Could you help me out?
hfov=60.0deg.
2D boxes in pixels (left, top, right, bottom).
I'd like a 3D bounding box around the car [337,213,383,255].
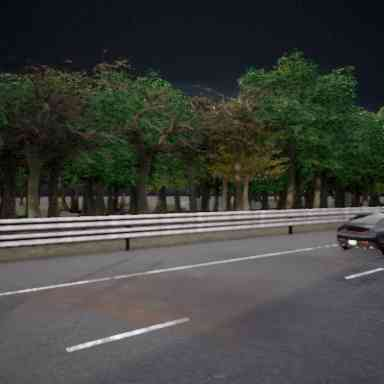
[{"bbox_3d":[7.984,1.648,13.860,4.892,1.490,1.837,0,0,-35],"label":"car"}]
